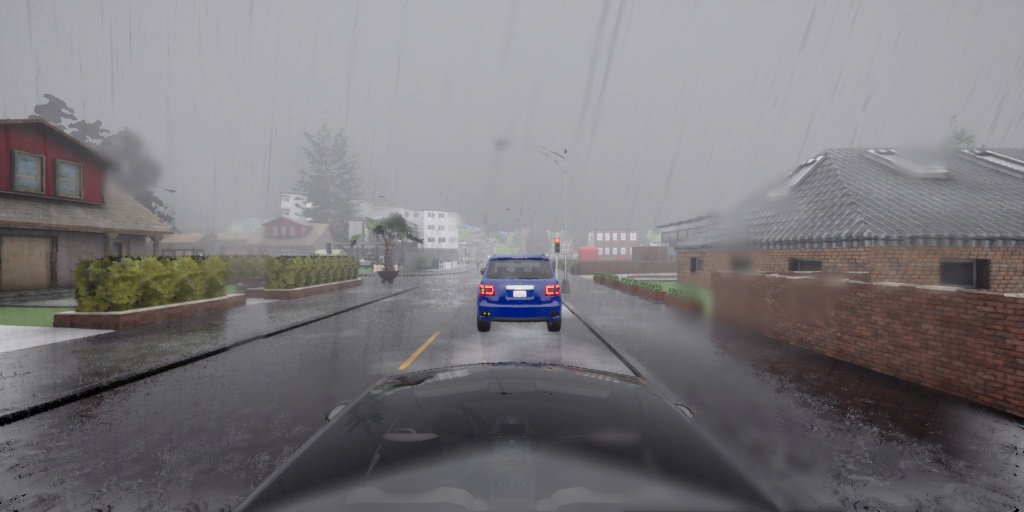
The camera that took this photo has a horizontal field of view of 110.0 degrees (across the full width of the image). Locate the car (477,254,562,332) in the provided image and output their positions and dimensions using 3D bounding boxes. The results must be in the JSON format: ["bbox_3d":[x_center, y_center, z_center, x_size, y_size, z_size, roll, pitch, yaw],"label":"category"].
[{"bbox_3d":[0.185,0.971,11.005,2.150,2.045,5.566,0,0,0],"label":"car"}]

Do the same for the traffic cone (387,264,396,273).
[{"bbox_3d":[-15.421,1.561,45.883,0.344,0.586,0.344,0,0,0],"label":"traffic cone"}]

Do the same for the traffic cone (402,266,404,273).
[{"bbox_3d":[-14.049,1.582,47.482,0.344,0.586,0.344,0,0,0],"label":"traffic cone"}]

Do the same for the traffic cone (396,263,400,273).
[{"bbox_3d":[-15.056,1.558,46.450,0.344,0.586,0.344,0,0,0],"label":"traffic cone"}]
